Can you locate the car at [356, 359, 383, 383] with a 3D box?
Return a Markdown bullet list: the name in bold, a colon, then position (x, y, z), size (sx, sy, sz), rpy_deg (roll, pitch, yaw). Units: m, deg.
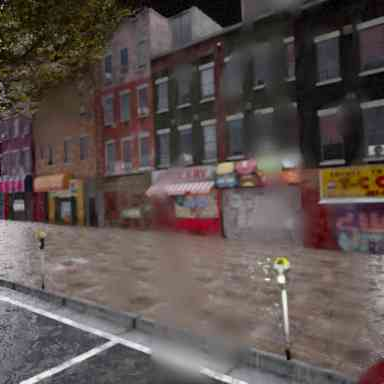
- **car**: position (3.186, 1.456, 1.000), size (5.008, 1.535, 1.882), rpy_deg (-1, 0, 36)
